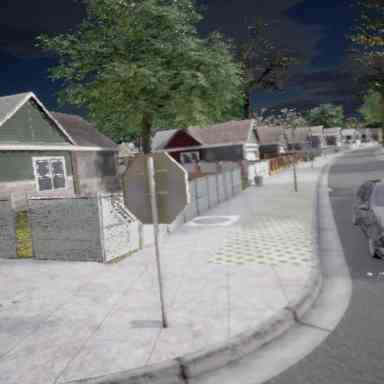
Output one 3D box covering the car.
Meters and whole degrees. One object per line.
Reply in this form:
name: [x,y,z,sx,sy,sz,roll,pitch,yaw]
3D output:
car: [4.900,0.377,7.780,2.033,1.411,5.357,-3,6,20]
